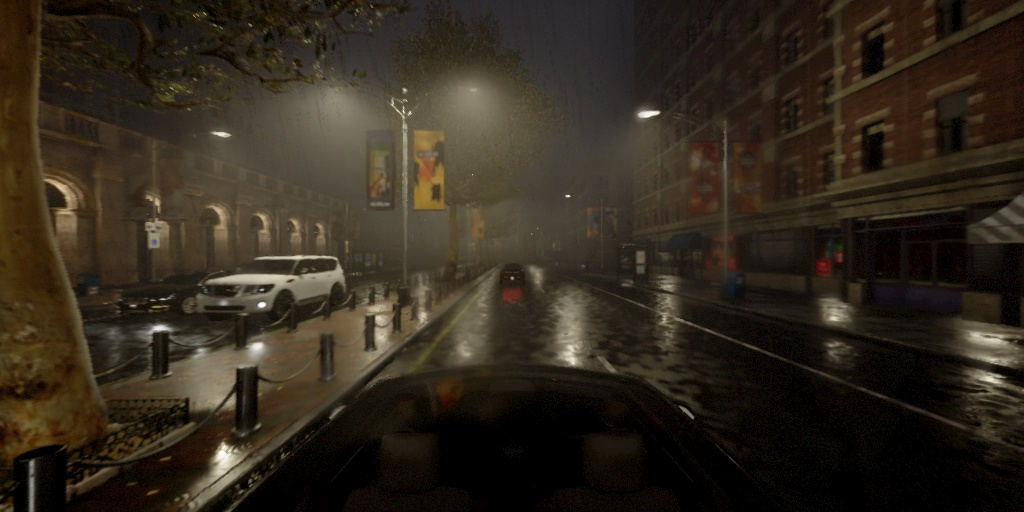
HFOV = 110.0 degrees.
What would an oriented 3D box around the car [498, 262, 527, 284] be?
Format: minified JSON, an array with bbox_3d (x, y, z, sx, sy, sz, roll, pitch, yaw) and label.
[{"bbox_3d":[0.041,1.254,26.935,1.837,1.490,4.892,0,0,0],"label":"car"}]

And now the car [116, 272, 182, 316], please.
[{"bbox_3d":[-11.591,1.253,13.394,1.837,1.490,4.892,0,0,0],"label":"car"}]

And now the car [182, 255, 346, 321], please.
[{"bbox_3d":[-8.020,0.976,12.753,2.150,2.045,5.566,0,0,0],"label":"car"}]
